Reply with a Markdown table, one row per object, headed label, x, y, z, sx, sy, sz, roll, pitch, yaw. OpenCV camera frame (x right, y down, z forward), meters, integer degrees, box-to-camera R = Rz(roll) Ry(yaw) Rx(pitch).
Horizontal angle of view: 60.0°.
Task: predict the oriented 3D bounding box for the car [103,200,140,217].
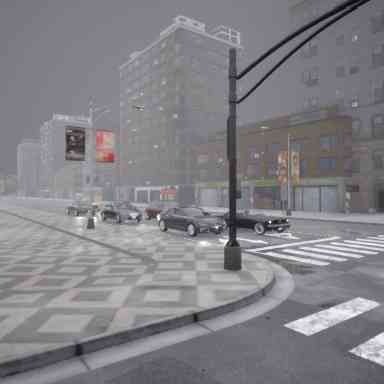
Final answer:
| label | x | y | z | sx | sy | sz | roll | pitch | yaw |
| --- | --- | --- | --- | --- | --- | --- | --- | --- | --- |
| car | -7.306 | 1.619 | 34.057 | 1.837 | 1.490 | 4.892 | 0 | 0 | -36 |

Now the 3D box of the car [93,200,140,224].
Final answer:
| label | x | y | z | sx | sy | sz | roll | pitch | yaw |
| --- | --- | --- | --- | --- | --- | --- | --- | --- | --- |
| car | -5.679 | 1.581 | 26.286 | 2.128 | 1.511 | 4.902 | 0 | 0 | -36 |

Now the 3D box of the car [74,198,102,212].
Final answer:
| label | x | y | z | sx | sy | sz | roll | pitch | yaw |
| --- | --- | --- | --- | --- | --- | --- | --- | --- | --- |
| car | -13.344 | 1.620 | 42.411 | 1.882 | 1.535 | 5.008 | 0 | 0 | -36 |

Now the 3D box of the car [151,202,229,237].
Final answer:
| label | x | y | z | sx | sy | sz | roll | pitch | yaw |
| --- | --- | --- | --- | --- | --- | --- | --- | --- | --- |
| car | -0.181 | 1.558 | 18.728 | 1.837 | 1.490 | 4.892 | 0 | 0 | -36 |

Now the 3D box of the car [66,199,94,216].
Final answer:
| label | x | y | z | sx | sy | sz | roll | pitch | yaw |
| --- | --- | --- | --- | --- | --- | --- | --- | --- | --- |
| car | -11.529 | 1.627 | 34.344 | 1.837 | 1.490 | 4.892 | 0 | 0 | -36 |

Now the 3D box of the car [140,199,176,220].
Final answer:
| label | x | y | z | sx | sy | sz | roll | pitch | yaw |
| --- | --- | --- | --- | --- | --- | --- | --- | --- | --- |
| car | -1.964 | 1.435 | 26.712 | 2.097 | 1.767 | 4.553 | 0 | 0 | -36 |

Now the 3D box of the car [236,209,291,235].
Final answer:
| label | x | y | z | sx | sy | sz | roll | pitch | yaw |
| --- | --- | --- | --- | --- | --- | --- | --- | --- | --- |
| car | 3.363 | 1.648 | 19.388 | 1.895 | 1.301 | 4.718 | 0 | 0 | -36 |
